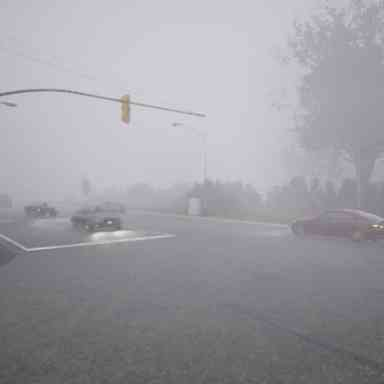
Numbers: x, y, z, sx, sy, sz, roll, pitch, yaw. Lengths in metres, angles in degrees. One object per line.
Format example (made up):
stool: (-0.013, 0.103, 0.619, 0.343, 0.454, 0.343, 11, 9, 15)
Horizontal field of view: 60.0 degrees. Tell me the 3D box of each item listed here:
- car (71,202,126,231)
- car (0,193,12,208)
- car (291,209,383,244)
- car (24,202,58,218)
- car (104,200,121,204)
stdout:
car: (-5.929, 1.570, 20.596, 1.994, 1.385, 4.181, 0, 0, -39)
car: (-27.259, 1.215, 47.353, 2.150, 2.045, 5.566, 0, 0, -38)
car: (6.997, 1.538, 15.831, 1.812, 1.442, 4.674, 0, 0, -39)
car: (-13.838, 1.607, 30.454, 1.895, 1.301, 4.718, 0, 0, -39)
car: (-8.731, 1.579, 35.433, 1.994, 1.385, 4.181, 0, 0, -39)
